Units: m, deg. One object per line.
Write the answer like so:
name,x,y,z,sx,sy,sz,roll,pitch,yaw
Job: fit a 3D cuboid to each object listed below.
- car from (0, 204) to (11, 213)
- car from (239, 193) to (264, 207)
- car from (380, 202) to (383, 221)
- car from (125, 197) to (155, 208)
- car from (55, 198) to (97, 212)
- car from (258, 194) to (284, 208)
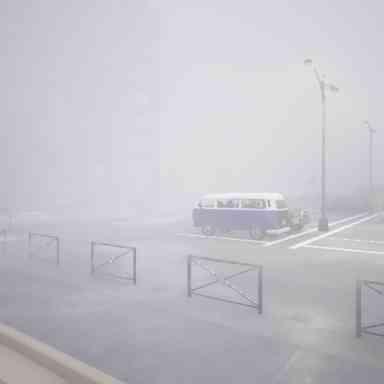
car,-19.376,1.492,29.908,2.033,1.411,5.357,0,0,36
car,10.795,1.449,59.537,1.837,1.490,4.892,0,0,36
car,17.298,1.153,25.445,4.605,1.855,1.932,0,0,36
car,-7.246,1.436,46.758,2.128,1.511,4.902,0,0,36
car,-13.319,1.422,38.325,1.882,1.535,5.008,0,0,36
car,13.692,1.545,57.572,1.895,1.301,4.718,0,0,36
